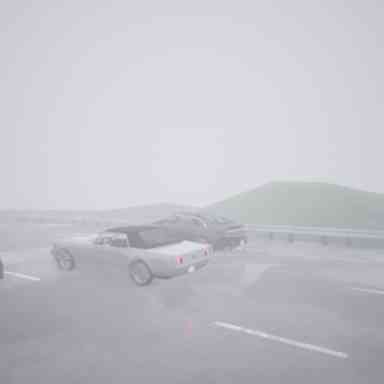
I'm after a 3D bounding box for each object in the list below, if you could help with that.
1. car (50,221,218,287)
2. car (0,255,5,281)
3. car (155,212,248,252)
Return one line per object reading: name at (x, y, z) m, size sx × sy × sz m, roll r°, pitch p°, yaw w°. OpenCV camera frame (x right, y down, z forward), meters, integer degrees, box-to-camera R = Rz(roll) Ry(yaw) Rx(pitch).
car at (-1.867, 1.613, 9.362) m, size 4.718 × 1.301 × 1.895 m, roll 0°, pitch 0°, yaw 33°
car at (-6.523, 1.602, 8.163) m, size 4.181 × 1.385 × 1.994 m, roll 0°, pitch 0°, yaw 33°
car at (-0.344, 1.497, 12.514) m, size 4.902 × 1.511 × 2.128 m, roll 0°, pitch 0°, yaw 33°
